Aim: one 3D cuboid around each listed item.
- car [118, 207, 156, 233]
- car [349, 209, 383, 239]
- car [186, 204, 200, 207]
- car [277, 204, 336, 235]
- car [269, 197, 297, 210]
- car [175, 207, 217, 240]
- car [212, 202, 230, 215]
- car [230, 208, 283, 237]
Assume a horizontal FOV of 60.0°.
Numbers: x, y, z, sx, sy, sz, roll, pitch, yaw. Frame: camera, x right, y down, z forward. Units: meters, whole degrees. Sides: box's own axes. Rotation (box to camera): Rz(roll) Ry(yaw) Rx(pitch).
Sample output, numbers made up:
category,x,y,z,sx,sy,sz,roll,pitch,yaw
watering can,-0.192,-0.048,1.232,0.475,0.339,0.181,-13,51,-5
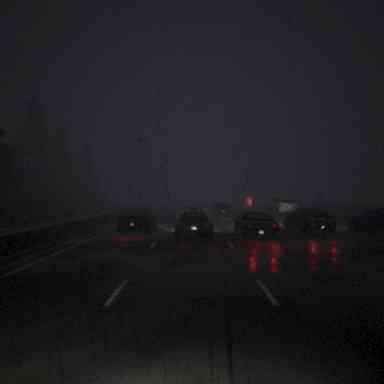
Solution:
category,x,y,z,sx,sy,sz,roll,pitch,yaw
car,-3.397,1.707,21.244,1.882,1.535,5.008,0,0,0
car,10.602,1.679,18.551,1.882,1.535,5.008,0,0,0
car,0.100,2.000,37.001,1.895,1.301,4.718,0,-1,0
car,7.102,1.714,20.463,2.128,1.511,4.902,0,0,0
car,10.591,1.642,38.819,2.150,2.045,5.566,0,0,0
car,0.103,1.761,18.154,1.994,1.385,4.181,0,-1,0
car,3.567,1.943,40.441,1.837,1.490,4.892,0,0,-1
car,3.602,1.812,19.444,1.895,1.301,4.718,0,-1,0
